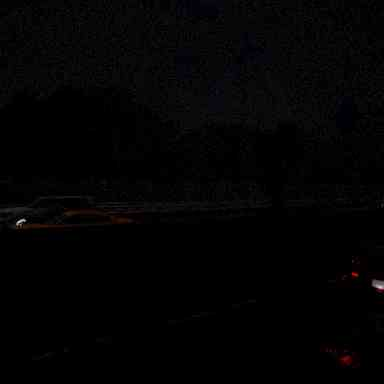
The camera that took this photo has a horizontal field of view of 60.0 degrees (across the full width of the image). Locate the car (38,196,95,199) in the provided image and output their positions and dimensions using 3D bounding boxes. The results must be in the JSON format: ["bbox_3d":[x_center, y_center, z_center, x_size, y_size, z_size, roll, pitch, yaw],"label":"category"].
[{"bbox_3d":[-8.274,1.240,19.555,5.566,2.045,2.150,0,0,-35],"label":"car"}]

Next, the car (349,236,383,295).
[{"bbox_3d":[5.401,1.566,7.530,4.674,1.442,1.812,0,0,-35],"label":"car"}]

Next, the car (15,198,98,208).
[{"bbox_3d":[-6.530,1.370,16.496,4.553,1.767,2.097,0,0,-35],"label":"car"}]

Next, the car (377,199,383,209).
[{"bbox_3d":[25.669,1.364,42.605,4.902,1.511,2.128,-1,0,-33],"label":"car"}]

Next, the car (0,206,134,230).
[{"bbox_3d":[-4.772,1.495,13.456,5.008,1.535,1.882,0,0,-35],"label":"car"}]
